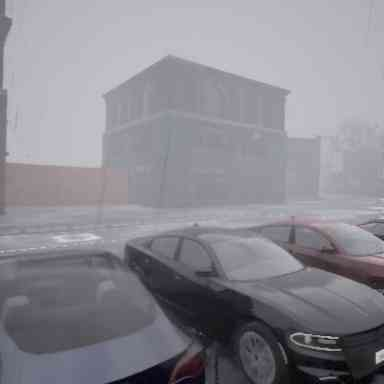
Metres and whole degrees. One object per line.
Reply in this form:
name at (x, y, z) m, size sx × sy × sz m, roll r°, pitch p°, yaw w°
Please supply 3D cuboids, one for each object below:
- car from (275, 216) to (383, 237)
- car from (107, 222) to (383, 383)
car at (2.846, 1.346, 7.085) m, size 2.097 × 1.535 × 5.008 m, roll -1°, pitch 2°, yaw -35°
car at (0.550, 1.370, 5.500) m, size 2.097 × 1.535 × 5.008 m, roll 0°, pitch 1°, yaw -35°
